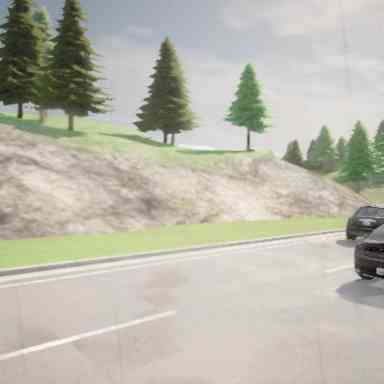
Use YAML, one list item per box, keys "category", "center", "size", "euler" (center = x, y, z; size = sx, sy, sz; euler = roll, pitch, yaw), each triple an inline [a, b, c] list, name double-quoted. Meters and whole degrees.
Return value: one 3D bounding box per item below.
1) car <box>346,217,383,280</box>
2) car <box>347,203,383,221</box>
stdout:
- category: "car"
  center: [6.151, 1.548, 8.873]
  size: [4.892, 1.490, 1.837]
  euler: [1, 1, -38]
- category: "car"
  center: [9.299, 1.404, 15.829]
  size: [4.553, 1.767, 2.097]
  euler: [1, 0, -38]
